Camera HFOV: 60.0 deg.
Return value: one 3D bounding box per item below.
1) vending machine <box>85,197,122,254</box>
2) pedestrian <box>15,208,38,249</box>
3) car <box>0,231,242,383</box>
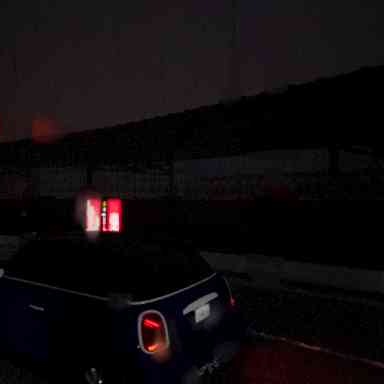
[{"bbox_3d":[-3.441,1.255,13.002,0.880,2.100,1.100,0,-1,30],"label":"vending machine"},{"bbox_3d":[-5.591,1.366,11.263,0.375,1.860,0.375,0,1,30],"label":"pedestrian"},{"bbox_3d":[-1.661,1.366,4.882,4.553,1.767,2.097,0,0,33],"label":"car"}]
